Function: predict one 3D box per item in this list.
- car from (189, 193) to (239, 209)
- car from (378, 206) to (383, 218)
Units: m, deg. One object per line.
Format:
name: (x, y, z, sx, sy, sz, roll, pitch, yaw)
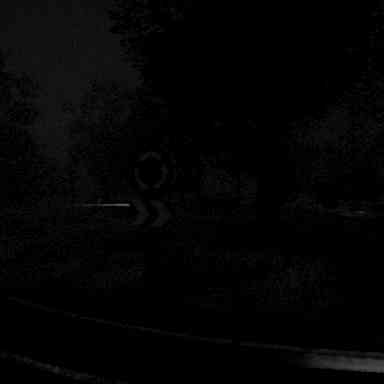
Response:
car: (2.160, 0.850, 32.663, 4.902, 1.511, 2.128, 1, 1, 0)
car: (16.764, 1.365, 25.148, 1.882, 1.535, 5.008, 1, 1, -28)
